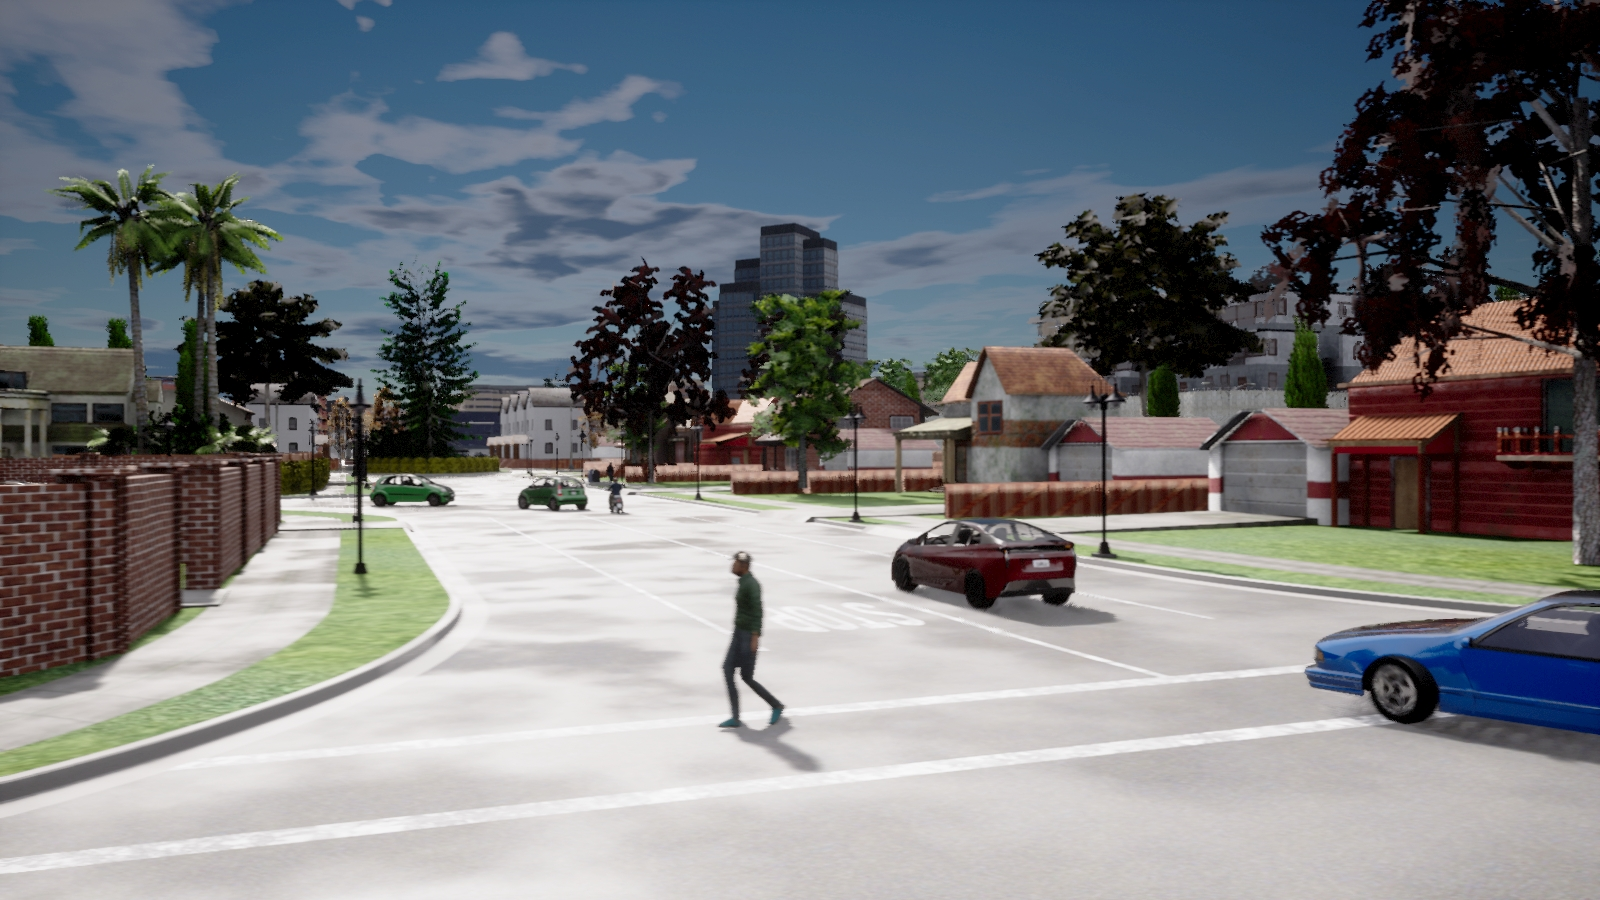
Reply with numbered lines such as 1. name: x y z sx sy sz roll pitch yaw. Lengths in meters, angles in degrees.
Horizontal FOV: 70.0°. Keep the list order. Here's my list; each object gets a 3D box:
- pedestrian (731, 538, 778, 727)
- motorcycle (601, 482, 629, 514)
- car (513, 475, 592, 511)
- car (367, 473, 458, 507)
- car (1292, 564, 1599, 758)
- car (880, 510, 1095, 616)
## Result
1. pedestrian: -0.470 1.846 11.681 0.375 1.860 0.375 0 0 -22
2. motorcycle: -8.325 2.153 51.478 0.856 1.341 1.805 0 0 -22
3. car: -11.954 2.037 54.970 1.851 1.617 3.988 0 0 -45
4. car: -19.505 1.998 57.639 3.988 1.617 1.851 0 0 0
5. car: 7.866 2.059 11.012 2.033 1.411 5.357 0 0 -43
6. car: 3.383 2.021 21.644 2.007 1.525 4.514 0 0 -21
